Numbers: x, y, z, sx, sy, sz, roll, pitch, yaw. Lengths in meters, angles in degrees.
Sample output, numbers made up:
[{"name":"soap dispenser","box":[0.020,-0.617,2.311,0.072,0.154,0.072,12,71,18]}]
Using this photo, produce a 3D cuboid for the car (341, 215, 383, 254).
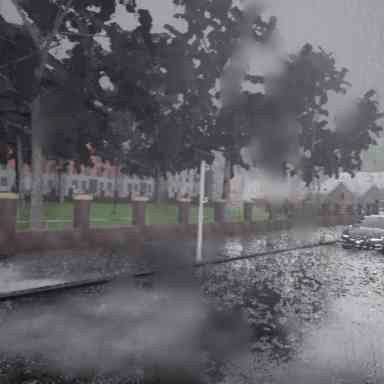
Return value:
[{"name":"car","box":[8.543,1.867,15.266,4.892,1.490,1.837,3,0,-44]}]

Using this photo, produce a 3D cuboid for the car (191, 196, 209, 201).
[{"name":"car","box":[1.826,1.397,59.936,1.882,1.535,5.008,3,0,-44]}]
